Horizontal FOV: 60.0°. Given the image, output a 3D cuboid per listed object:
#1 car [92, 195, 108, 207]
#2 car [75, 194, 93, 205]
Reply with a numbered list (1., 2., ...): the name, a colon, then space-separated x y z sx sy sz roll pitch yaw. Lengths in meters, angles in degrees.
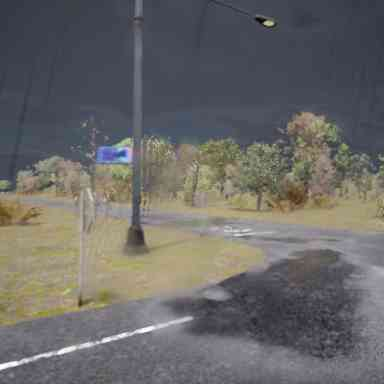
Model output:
1. car: -15.052 1.634 53.040 2.033 1.411 5.357 1 0 -33
2. car: -19.057 1.298 58.981 2.150 2.045 5.566 1 0 -34
